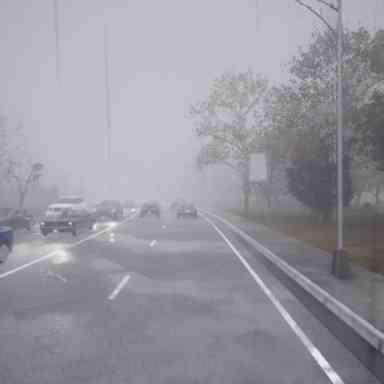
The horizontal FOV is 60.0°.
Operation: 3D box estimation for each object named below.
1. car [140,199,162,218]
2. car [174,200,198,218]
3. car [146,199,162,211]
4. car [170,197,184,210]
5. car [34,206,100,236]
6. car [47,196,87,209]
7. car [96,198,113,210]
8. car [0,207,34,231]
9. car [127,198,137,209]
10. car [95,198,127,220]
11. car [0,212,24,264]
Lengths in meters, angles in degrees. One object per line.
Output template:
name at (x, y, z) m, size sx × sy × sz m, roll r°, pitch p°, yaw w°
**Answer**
car at (-4.058, 1.671, 32.791) m, size 1.837 × 1.490 × 4.892 m, roll 0°, pitch 0°, yaw -3°
car at (-0.533, 1.731, 32.444) m, size 1.994 × 1.385 × 4.181 m, roll 0°, pitch 0°, yaw -3°
car at (-5.337, 1.736, 46.493) m, size 2.033 × 1.411 × 5.357 m, roll 0°, pitch 0°, yaw -8°
car at (-1.975, 1.543, 47.361) m, size 2.097 × 1.767 × 4.553 m, roll 0°, pitch 0°, yaw -8°
car at (-7.095, 1.729, 19.442) m, size 1.895 × 1.301 × 4.718 m, roll 0°, pitch 0°, yaw -1°
car at (-10.917, 1.380, 29.379) m, size 2.150 × 2.045 × 5.566 m, roll 0°, pitch 0°, yaw -3°
car at (-12.778, 1.684, 48.971) m, size 1.882 × 1.535 × 5.008 m, roll 0°, pitch 0°, yaw -9°
car at (-10.589, 1.617, 18.803) m, size 2.128 × 1.511 × 4.902 m, roll 0°, pitch 0°, yaw -1°
car at (-9.318, 1.737, 49.499) m, size 1.837 × 1.490 × 4.892 m, roll 0°, pitch 0°, yaw -9°
car at (-7.428, 1.512, 29.681) m, size 2.097 × 1.767 × 4.553 m, roll 0°, pitch 0°, yaw -3°
car at (-7.063, 1.551, 9.418) m, size 1.882 × 1.535 × 5.008 m, roll 0°, pitch 0°, yaw 0°
